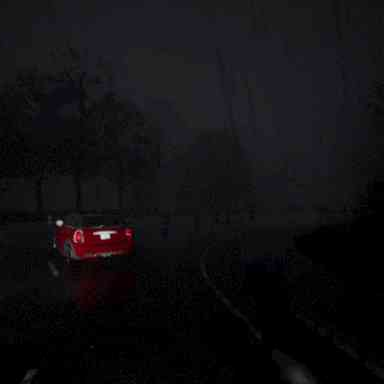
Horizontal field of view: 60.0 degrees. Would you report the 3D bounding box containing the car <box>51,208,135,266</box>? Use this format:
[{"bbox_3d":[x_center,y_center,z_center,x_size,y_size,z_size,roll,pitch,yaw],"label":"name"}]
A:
[{"bbox_3d":[-3.753,1.415,12.175,2.097,1.767,4.553,0,0,-30],"label":"car"}]

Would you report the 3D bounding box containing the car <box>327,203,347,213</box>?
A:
[{"bbox_3d":[25.969,2.871,59.633,1.882,1.535,5.008,0,-2,41],"label":"car"}]

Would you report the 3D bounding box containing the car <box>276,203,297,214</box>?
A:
[{"bbox_3d":[13.106,2.166,44.798,1.882,1.535,5.008,0,-2,41],"label":"car"}]

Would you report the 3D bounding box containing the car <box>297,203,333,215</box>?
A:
[{"bbox_3d":[15.799,2.222,42.560,2.033,1.411,5.357,0,-2,41],"label":"car"}]

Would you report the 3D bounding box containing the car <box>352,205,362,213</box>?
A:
[{"bbox_3d":[28.359,2.964,57.044,1.895,1.301,4.718,0,-2,41],"label":"car"}]

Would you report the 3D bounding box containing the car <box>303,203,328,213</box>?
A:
[{"bbox_3d":[19.338,2.506,51.956,1.882,1.535,5.008,0,-2,41],"label":"car"}]

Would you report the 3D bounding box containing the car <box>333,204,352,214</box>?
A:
[{"bbox_3d":[21.779,2.527,49.428,1.812,1.442,4.674,0,-2,41],"label":"car"}]

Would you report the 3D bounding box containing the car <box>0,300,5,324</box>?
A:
[{"bbox_3d":[-3.392,1.621,2.447,1.895,1.301,4.718,0,0,-4],"label":"car"}]
